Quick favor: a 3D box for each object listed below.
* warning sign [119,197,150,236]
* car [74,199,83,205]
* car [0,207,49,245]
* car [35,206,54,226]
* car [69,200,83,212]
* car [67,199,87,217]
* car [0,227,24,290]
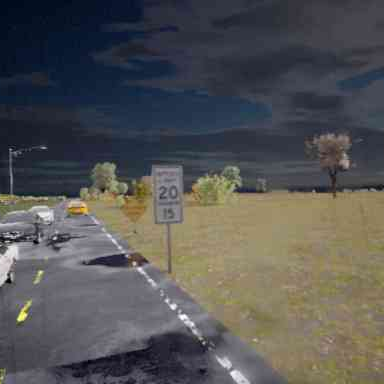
[{"bbox_3d":[-2.902,1.188,16.711,1.300,1.860,1.060,-1,0,-20],"label":"warning sign"},{"bbox_3d":[-28.022,2.417,82.064,1.812,1.442,4.674,-2,0,-20],"label":"car"},{"bbox_3d":[-8.494,1.732,16.623,1.837,1.490,4.892,-2,0,-20],"label":"car"},{"bbox_3d":[-11.917,1.846,26.142,1.812,1.442,4.674,-2,0,-20],"label":"car"},{"bbox_3d":[-16.600,1.932,47.585,1.882,1.535,5.008,-2,0,-19],"label":"car"},{"bbox_3d":[-12.479,1.811,36.228,1.882,1.535,5.008,-2,0,-19],"label":"car"},{"bbox_3d":[-5.080,1.737,7.136,1.895,1.301,4.718,-2,0,-20],"label":"car"}]
